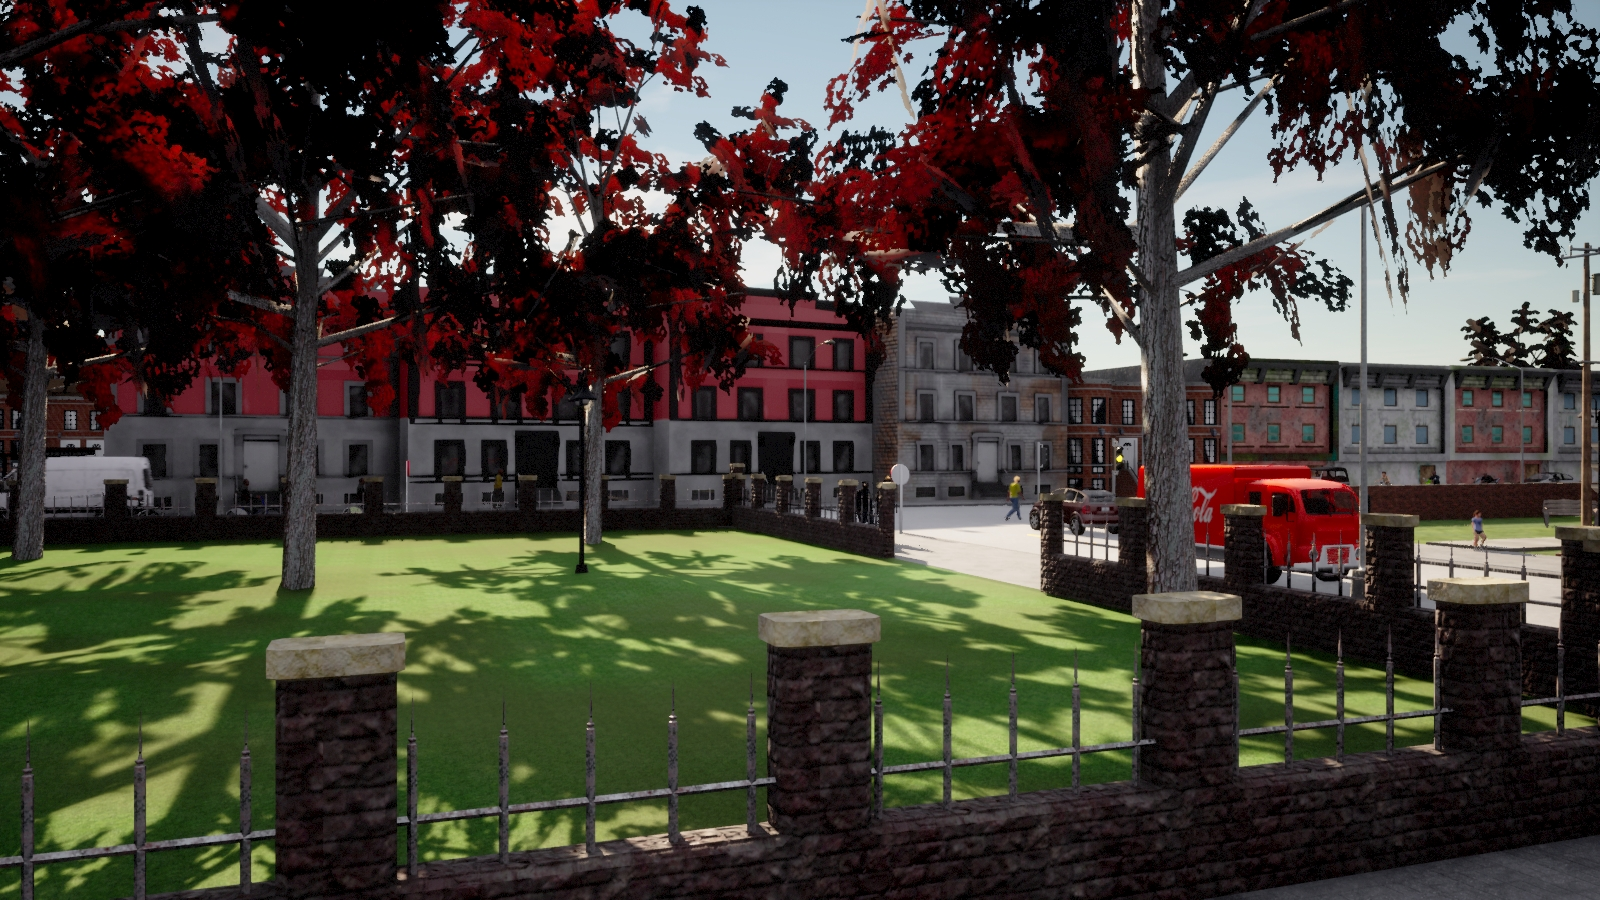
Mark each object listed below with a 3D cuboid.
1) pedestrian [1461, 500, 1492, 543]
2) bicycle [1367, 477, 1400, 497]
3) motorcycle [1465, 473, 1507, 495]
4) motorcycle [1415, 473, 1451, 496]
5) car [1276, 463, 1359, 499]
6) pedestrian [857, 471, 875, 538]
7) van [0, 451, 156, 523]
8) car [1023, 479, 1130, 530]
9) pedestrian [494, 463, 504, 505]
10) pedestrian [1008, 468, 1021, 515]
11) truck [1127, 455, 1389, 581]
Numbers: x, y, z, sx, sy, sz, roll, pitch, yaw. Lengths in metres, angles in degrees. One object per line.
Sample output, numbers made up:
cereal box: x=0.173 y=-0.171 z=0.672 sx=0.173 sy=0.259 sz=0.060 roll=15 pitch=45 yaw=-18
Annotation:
pedestrian: x=17.995 y=1.904 z=30.407 sx=0.500 sy=1.100 sz=0.500 roll=0 pitch=0 yaw=-13
bicycle: x=32.543 y=2.036 z=63.766 sx=1.487 sy=1.080 sz=0.859 roll=0 pitch=0 yaw=-20
motorcycle: x=39.853 y=1.985 z=66.375 sx=2.209 sy=1.251 sz=0.867 roll=0 pitch=0 yaw=-20
motorcycle: x=36.002 y=1.962 z=64.979 sx=1.805 sy=1.236 sz=0.856 roll=0 pitch=0 yaw=-20
car: x=28.140 y=1.638 z=62.162 sx=3.866 sy=1.878 sz=1.905 roll=0 pitch=0 yaw=-20
pedestrian: x=1.859 y=1.525 z=32.282 sx=0.375 sy=1.860 sz=0.375 roll=0 pitch=0 yaw=-21
van: x=-27.293 y=1.314 z=42.143 sx=5.915 sy=2.561 sz=1.988 roll=0 pitch=0 yaw=-20
car: x=9.342 y=1.806 z=38.855 sx=1.789 sy=1.549 sz=3.705 roll=0 pitch=0 yaw=-20
pedestrian: x=-13.426 y=1.524 z=51.007 sx=0.375 sy=1.860 sz=0.375 roll=0 pitch=0 yaw=-3
pedestrian: x=8.431 y=1.628 z=44.879 sx=0.375 sy=1.860 sz=0.375 roll=0 pitch=0 yaw=-24
truck: x=9.964 y=1.348 z=25.442 sx=2.627 sy=2.467 sz=5.204 roll=0 pitch=0 yaw=-20
